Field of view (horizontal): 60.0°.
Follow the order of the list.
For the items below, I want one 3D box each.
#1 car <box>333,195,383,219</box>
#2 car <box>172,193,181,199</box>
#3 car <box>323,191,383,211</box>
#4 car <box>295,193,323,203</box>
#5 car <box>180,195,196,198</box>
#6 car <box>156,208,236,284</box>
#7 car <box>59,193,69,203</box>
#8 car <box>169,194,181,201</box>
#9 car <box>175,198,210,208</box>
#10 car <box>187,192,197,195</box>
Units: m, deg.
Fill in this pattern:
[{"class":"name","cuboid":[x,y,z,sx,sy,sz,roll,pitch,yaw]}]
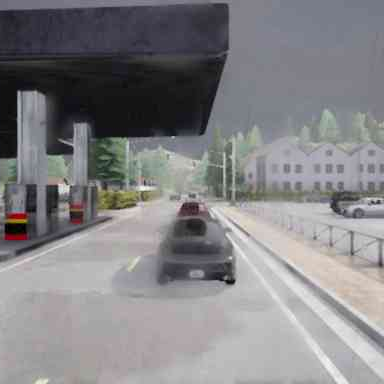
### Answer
[{"class":"car","cuboid":[12.684,1.176,23.964,3.806,1.475,1.970,0,0,-1]},{"class":"car","cuboid":[-3.502,1.001,77.460,1.895,1.301,4.718,0,0,0]},{"class":"car","cuboid":[13.275,0.867,27.290,3.866,1.878,1.905,0,0,-1]},{"class":"car","cuboid":[17.960,0.917,49.932,4.902,1.511,2.128,0,0,0]},{"class":"car","cuboid":[0.096,1.278,29.434,1.837,1.490,4.892,0,0,0]},{"class":"car","cuboid":[0.100,1.433,9.296,1.837,1.490,4.892,0,0,0]},{"class":"car","cuboid":[-19.456,0.934,49.806,4.902,1.511,2.128,1,1,0]},{"class":"car","cuboid":[-3.502,1.046,67.465,1.994,1.385,4.181,0,0,0]},{"class":"car","cuboid":[0.099,1.328,19.456,1.882,1.535,5.008,0,0,0]},{"class":"car","cuboid":[-0.002,0.883,80.489,1.837,1.490,4.892,0,0,0]}]
